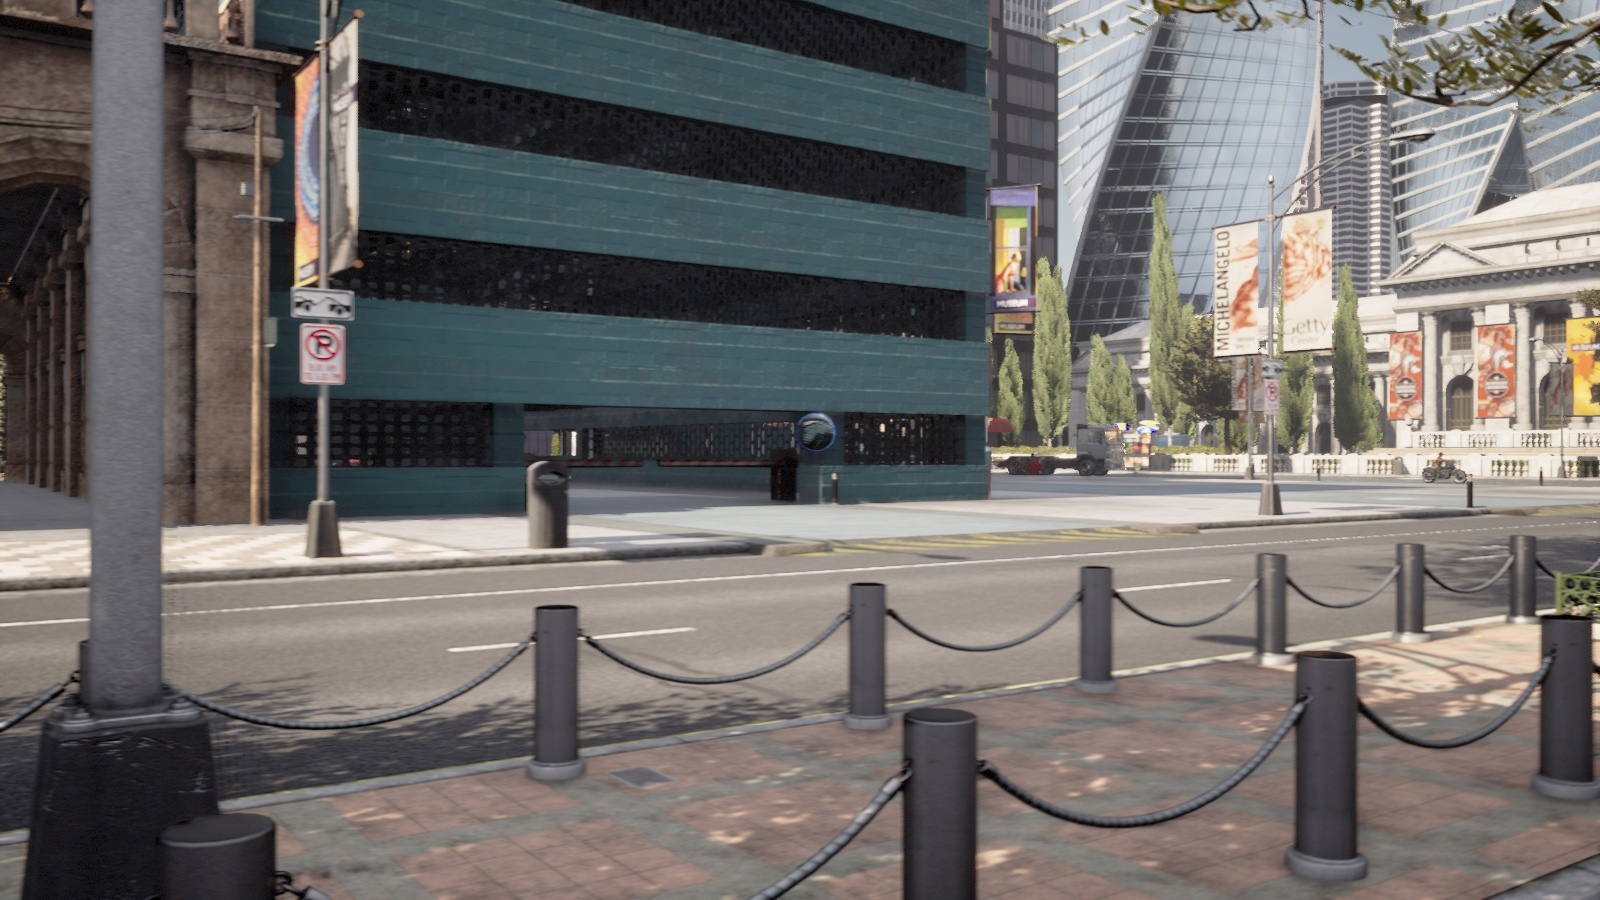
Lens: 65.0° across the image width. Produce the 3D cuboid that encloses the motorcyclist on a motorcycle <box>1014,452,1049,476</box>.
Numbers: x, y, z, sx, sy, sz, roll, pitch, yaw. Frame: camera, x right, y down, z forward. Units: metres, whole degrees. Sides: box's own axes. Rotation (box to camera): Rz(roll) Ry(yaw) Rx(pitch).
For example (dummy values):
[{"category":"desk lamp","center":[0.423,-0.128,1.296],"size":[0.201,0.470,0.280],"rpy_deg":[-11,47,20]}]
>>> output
[{"category":"motorcyclist on a motorcycle","center":[14.980,0.894,81.265],"size":[2.044,1.523,0.797],"rpy_deg":[0,0,36]}]

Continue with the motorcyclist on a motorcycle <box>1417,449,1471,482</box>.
[{"category":"motorcyclist on a motorcycle","center":[33.029,0.783,64.426],"size":[0.766,1.649,2.350],"rpy_deg":[0,0,-35]}]

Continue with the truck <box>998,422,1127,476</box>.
[{"category":"truck","center":[17.443,-0.068,83.808],"size":[7.936,3.462,2.891],"rpy_deg":[0,0,35]}]
